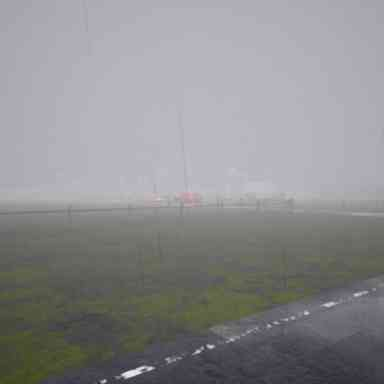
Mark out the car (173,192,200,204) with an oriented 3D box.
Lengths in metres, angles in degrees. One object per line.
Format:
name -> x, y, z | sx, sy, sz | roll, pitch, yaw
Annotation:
car -> -0.883, 1.053, 56.886 | 2.150, 2.045, 5.566 | 1, -1, -40

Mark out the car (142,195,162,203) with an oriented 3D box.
car -> -7.802, 1.303, 64.975 | 1.882, 1.535, 5.008 | 1, -1, -41
